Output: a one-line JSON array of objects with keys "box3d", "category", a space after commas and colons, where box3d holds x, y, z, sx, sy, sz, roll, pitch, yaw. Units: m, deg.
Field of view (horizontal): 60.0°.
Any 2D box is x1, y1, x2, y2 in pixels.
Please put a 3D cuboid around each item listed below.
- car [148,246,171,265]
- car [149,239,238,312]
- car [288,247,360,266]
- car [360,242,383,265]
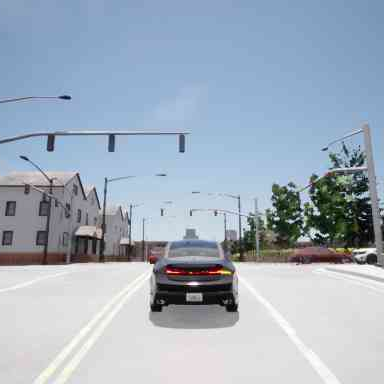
[{"box3d": [-3.716, 7.502, 39.337, 2.150, 2.045, 5.566, 0, -12, 0], "category": "car"}, {"box3d": [0.046, 1.985, 8.589, 1.837, 1.490, 4.892, 0, -7, 0], "category": "car"}, {"box3d": [9.727, 4.892, 25.261, 4.674, 1.442, 1.812, -1, -11, 3], "category": "car"}, {"box3d": [16.796, 5.315, 28.831, 5.566, 2.045, 2.150, 0, -12, 1], "category": "car"}]
